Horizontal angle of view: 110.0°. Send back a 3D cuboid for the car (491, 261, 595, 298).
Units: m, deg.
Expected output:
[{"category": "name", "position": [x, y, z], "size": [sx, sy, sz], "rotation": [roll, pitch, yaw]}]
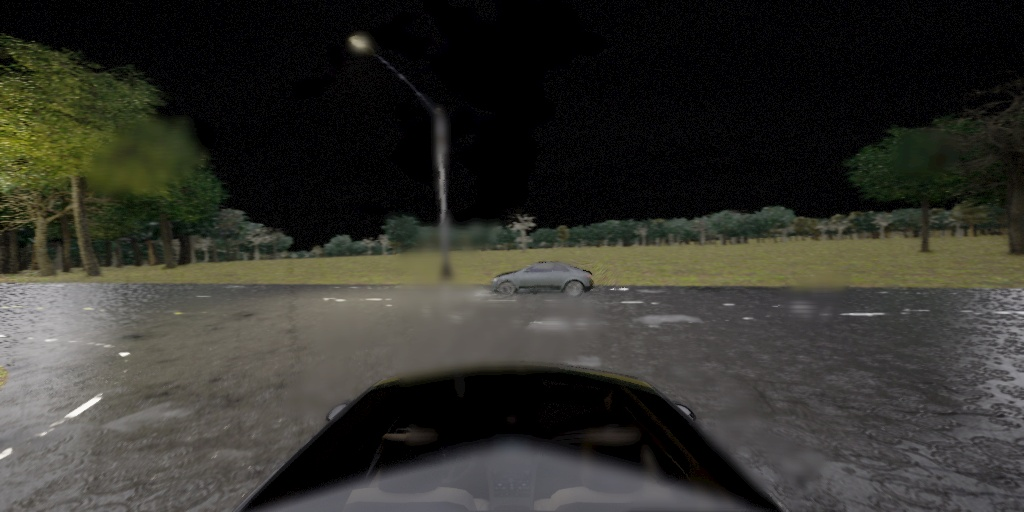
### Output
[{"category": "car", "position": [1.261, 0.903, 14.726], "size": [4.181, 1.385, 1.994], "rotation": [-2, 2, 16]}]
